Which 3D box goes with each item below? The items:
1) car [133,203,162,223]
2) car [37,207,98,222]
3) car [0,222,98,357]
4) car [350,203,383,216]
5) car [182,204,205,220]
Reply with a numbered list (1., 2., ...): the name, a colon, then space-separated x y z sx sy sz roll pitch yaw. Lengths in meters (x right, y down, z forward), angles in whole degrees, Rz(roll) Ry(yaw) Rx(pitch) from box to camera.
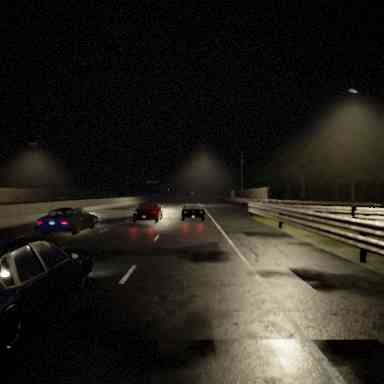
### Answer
1. car: -3.401 1.581 25.939 1.812 1.442 4.674 0 0 0
2. car: -6.902 1.581 18.875 2.033 1.411 5.357 0 0 0
3. car: -3.400 1.554 5.961 2.033 1.411 5.357 0 0 0
4. car: 14.945 1.684 26.560 1.837 1.490 4.892 1 -1 -22
5. car: 0.097 1.666 28.658 1.895 1.301 4.718 0 0 0
